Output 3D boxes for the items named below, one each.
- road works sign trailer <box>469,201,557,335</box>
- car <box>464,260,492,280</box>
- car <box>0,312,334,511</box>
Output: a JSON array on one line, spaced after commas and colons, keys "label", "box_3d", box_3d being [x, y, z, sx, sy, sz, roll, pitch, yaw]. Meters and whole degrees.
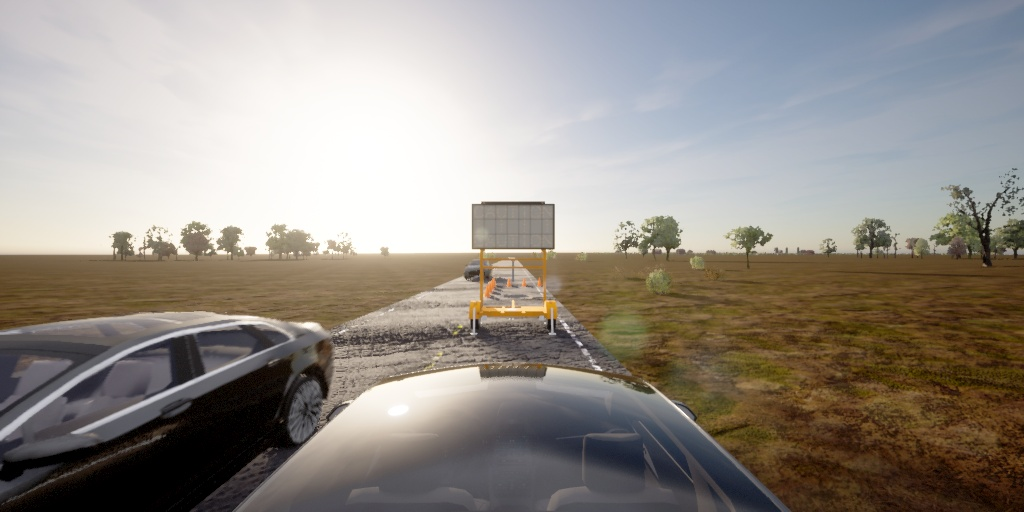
[{"label": "road works sign trailer", "box_3d": [0.034, 0.214, 10.505, 2.380, 3.560, 2.880, 0, 0, 0]}, {"label": "car", "box_3d": [-2.893, 1.102, 31.138, 2.097, 1.767, 4.553, 0, 0, 0]}, {"label": "car", "box_3d": [-3.093, 1.241, 2.418, 2.128, 1.511, 4.902, 0, 0, 0]}]
